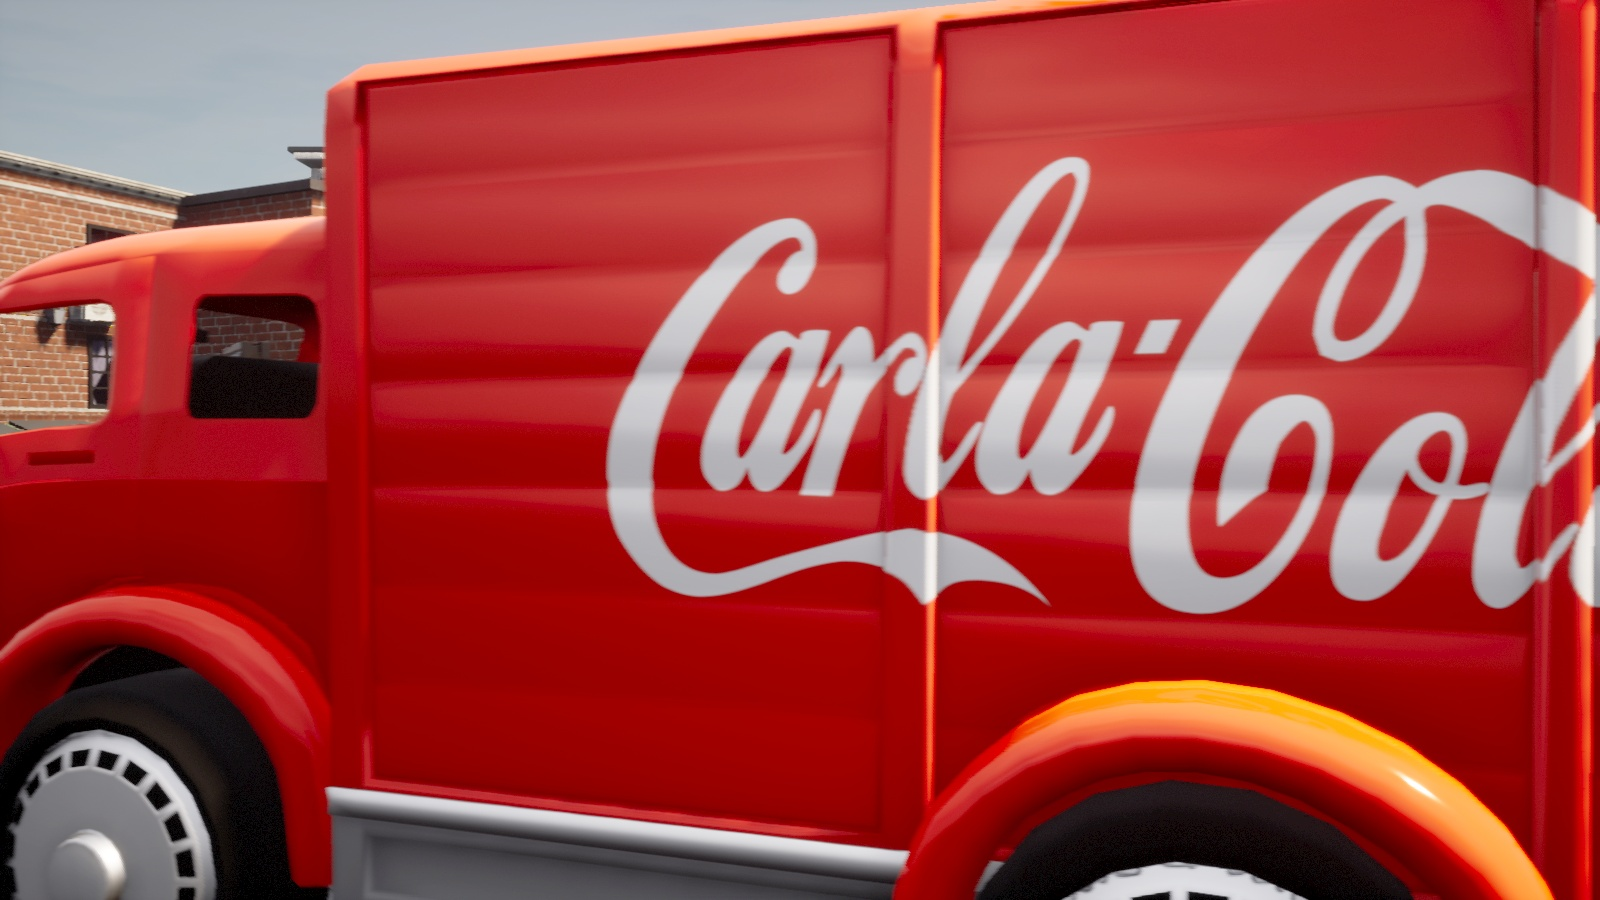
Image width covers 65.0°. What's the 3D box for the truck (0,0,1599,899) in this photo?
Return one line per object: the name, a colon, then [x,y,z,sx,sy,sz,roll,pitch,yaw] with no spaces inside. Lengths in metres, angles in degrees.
truck: [-0.207,0.278,3.782,5.204,2.467,2.627,1,1,19]
